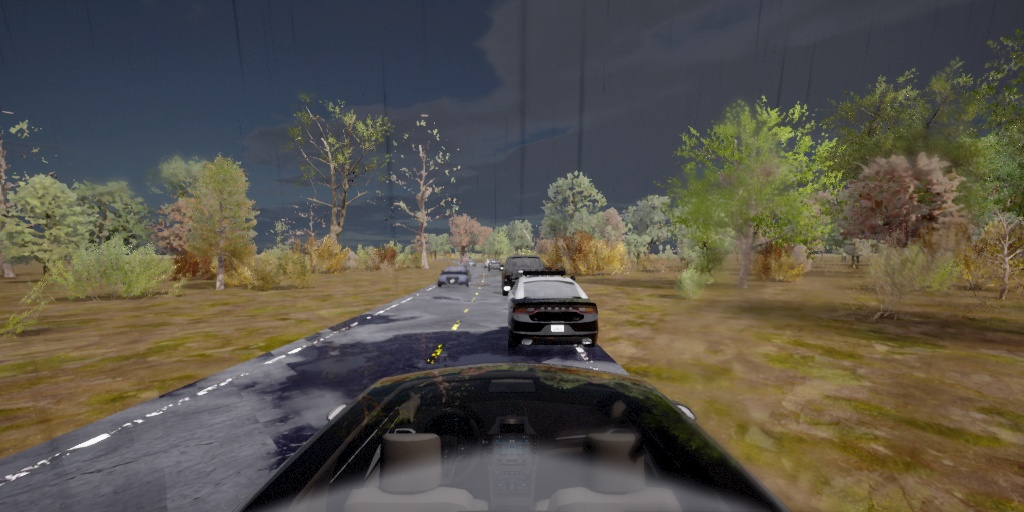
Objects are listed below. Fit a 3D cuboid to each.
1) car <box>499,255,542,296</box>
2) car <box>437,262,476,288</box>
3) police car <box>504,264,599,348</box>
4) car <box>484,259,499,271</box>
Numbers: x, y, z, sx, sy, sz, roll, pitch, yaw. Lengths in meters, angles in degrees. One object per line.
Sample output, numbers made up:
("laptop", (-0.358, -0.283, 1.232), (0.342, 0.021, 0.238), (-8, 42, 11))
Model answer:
("car", (0.531, 0.972, 19.380), (2.150, 2.045, 5.566), (0, 0, -2))
("car", (-3.696, 1.312, 23.691), (1.994, 1.385, 4.181), (0, 0, -3))
("police car", (0.820, 1.174, 9.415), (1.930, 1.638, 5.238), (0, 0, -1))
("car", (-2.313, 1.240, 48.066), (2.128, 1.511, 4.902), (0, 0, -5))
